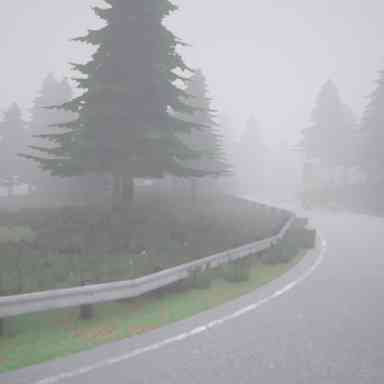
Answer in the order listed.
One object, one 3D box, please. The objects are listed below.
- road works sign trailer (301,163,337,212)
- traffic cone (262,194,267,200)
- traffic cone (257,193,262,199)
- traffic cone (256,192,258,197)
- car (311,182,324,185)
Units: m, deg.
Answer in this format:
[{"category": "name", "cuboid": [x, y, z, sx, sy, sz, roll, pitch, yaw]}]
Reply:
[{"category": "road works sign trailer", "cuboid": [9.685, -0.405, 25.843, 2.380, 3.560, 2.880, 3, 3, -3]}, {"category": "traffic cone", "cuboid": [7.823, 0.541, 34.864, 0.340, 0.580, 0.340, 2, 3, -3]}, {"category": "traffic cone", "cuboid": [7.729, 0.432, 36.863, 0.340, 0.580, 0.340, 1, 2, -3]}, {"category": "traffic cone", "cuboid": [7.635, 0.338, 38.857, 0.340, 0.580, 0.340, 1, 3, -3]}, {"category": "car", "cuboid": [24.844, -1.392, 64.687, 2.097, 1.767, 4.553, 0, 2, 45]}]
